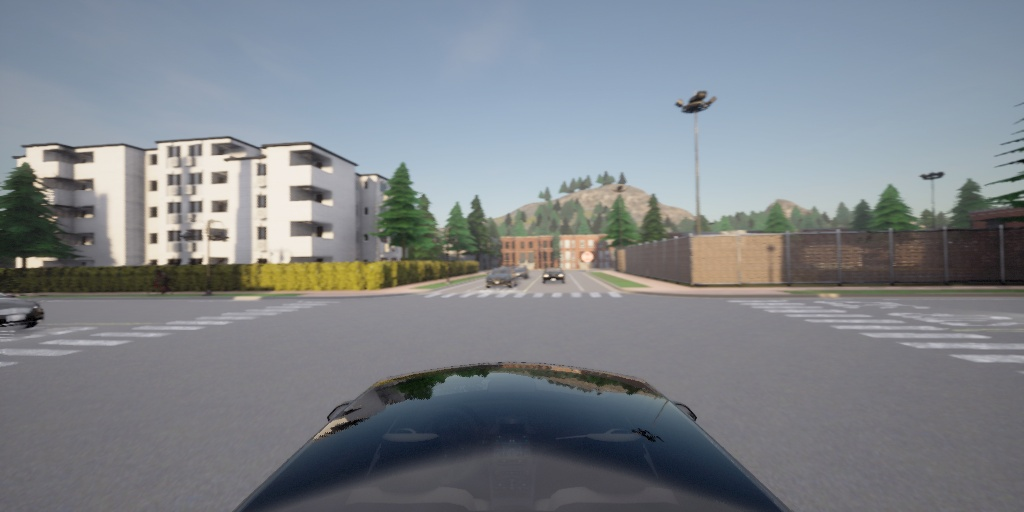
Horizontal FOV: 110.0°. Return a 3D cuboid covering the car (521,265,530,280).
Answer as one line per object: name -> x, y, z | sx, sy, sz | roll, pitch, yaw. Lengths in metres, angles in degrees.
car -> 0.771, 1.691, 37.672 | 2.128, 1.511, 4.902 | -1, -1, 8

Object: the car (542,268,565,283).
car -> 3.682, 1.666, 31.519 | 1.895, 1.301, 4.718 | -1, -1, 7

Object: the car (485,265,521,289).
car -> -0.695, 1.580, 26.365 | 1.837, 1.490, 4.892 | -1, -1, 7

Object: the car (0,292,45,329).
car -> -17.683, 1.681, 11.275 | 4.902, 1.511, 2.128 | -1, -1, 6

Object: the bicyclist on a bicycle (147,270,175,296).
bicyclist on a bicycle -> -22.384, 1.728, 22.908 | 0.582, 1.620, 1.656 | -1, 0, 7
